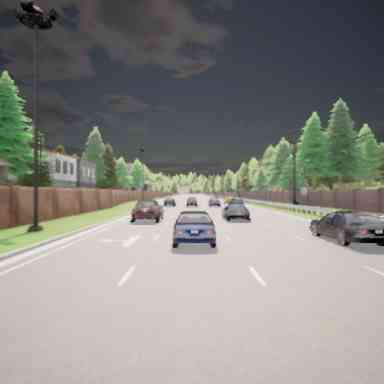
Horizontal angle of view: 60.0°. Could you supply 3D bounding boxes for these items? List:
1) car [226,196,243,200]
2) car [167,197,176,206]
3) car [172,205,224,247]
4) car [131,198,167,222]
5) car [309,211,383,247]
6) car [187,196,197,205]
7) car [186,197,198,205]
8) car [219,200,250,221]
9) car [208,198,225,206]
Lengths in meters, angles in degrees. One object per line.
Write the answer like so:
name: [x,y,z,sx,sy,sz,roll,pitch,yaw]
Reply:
car: [6.981,1.526,51.685,2.128,1.511,4.902,0,0,0]
car: [-3.518,1.559,52.140,1.812,1.442,4.674,0,0,0]
car: [0.095,1.557,15.137,2.033,1.411,5.357,0,0,0]
car: [-3.410,1.370,26.211,2.097,1.767,4.553,0,0,0]
car: [7.093,1.557,15.129,2.033,1.411,5.357,0,0,0]
car: [-0.022,1.568,62.102,1.812,1.442,4.674,0,0,0]
car: [-0.019,1.581,51.683,2.033,1.411,5.357,0,0,0]
car: [3.589,1.582,27.586,1.994,1.385,4.181,0,0,0]
car: [3.481,1.582,51.700,2.033,1.411,5.357,0,0,0]
